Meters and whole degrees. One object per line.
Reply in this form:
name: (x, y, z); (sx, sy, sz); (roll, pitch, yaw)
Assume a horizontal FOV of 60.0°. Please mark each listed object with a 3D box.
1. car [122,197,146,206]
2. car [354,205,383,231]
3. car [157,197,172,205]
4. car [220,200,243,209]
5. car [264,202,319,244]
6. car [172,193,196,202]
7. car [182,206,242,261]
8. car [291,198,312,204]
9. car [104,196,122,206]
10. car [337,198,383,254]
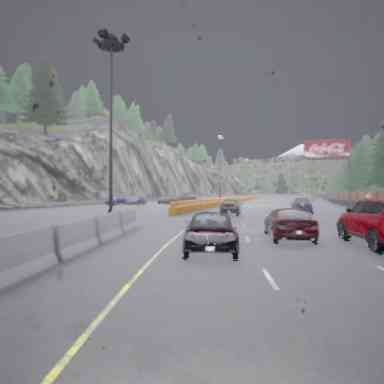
car: (-8.976, 1.465, 53.433); (1.812, 1.442, 4.674); (0, 0, 16)
car: (12.438, 1.640, 21.858); (1.895, 1.301, 4.718); (0, 0, 9)
car: (-4.289, 1.504, 57.042); (2.033, 1.411, 5.357); (0, 0, 17)
car: (3.792, 1.505, 32.372); (1.837, 1.490, 4.892); (0, 0, 12)
car: (4.602, 1.488, 15.949); (1.882, 1.535, 5.008); (0, 0, 6)
car: (-0.998, 1.190, 55.821); (2.150, 2.045, 5.566); (0, 0, 16)
car: (0.734, 1.489, 12.352); (2.128, 1.511, 4.902); (0, 0, 5)
car: (11.969, 1.382, 36.415); (2.097, 1.767, 4.553); (0, 0, 14)
car: (-12.387, 1.403, 54.222); (1.882, 1.535, 5.008); (0, 0, 16)
car: (7.856, 1.246, 13.638); (2.150, 2.045, 5.566); (0, 0, 6)
